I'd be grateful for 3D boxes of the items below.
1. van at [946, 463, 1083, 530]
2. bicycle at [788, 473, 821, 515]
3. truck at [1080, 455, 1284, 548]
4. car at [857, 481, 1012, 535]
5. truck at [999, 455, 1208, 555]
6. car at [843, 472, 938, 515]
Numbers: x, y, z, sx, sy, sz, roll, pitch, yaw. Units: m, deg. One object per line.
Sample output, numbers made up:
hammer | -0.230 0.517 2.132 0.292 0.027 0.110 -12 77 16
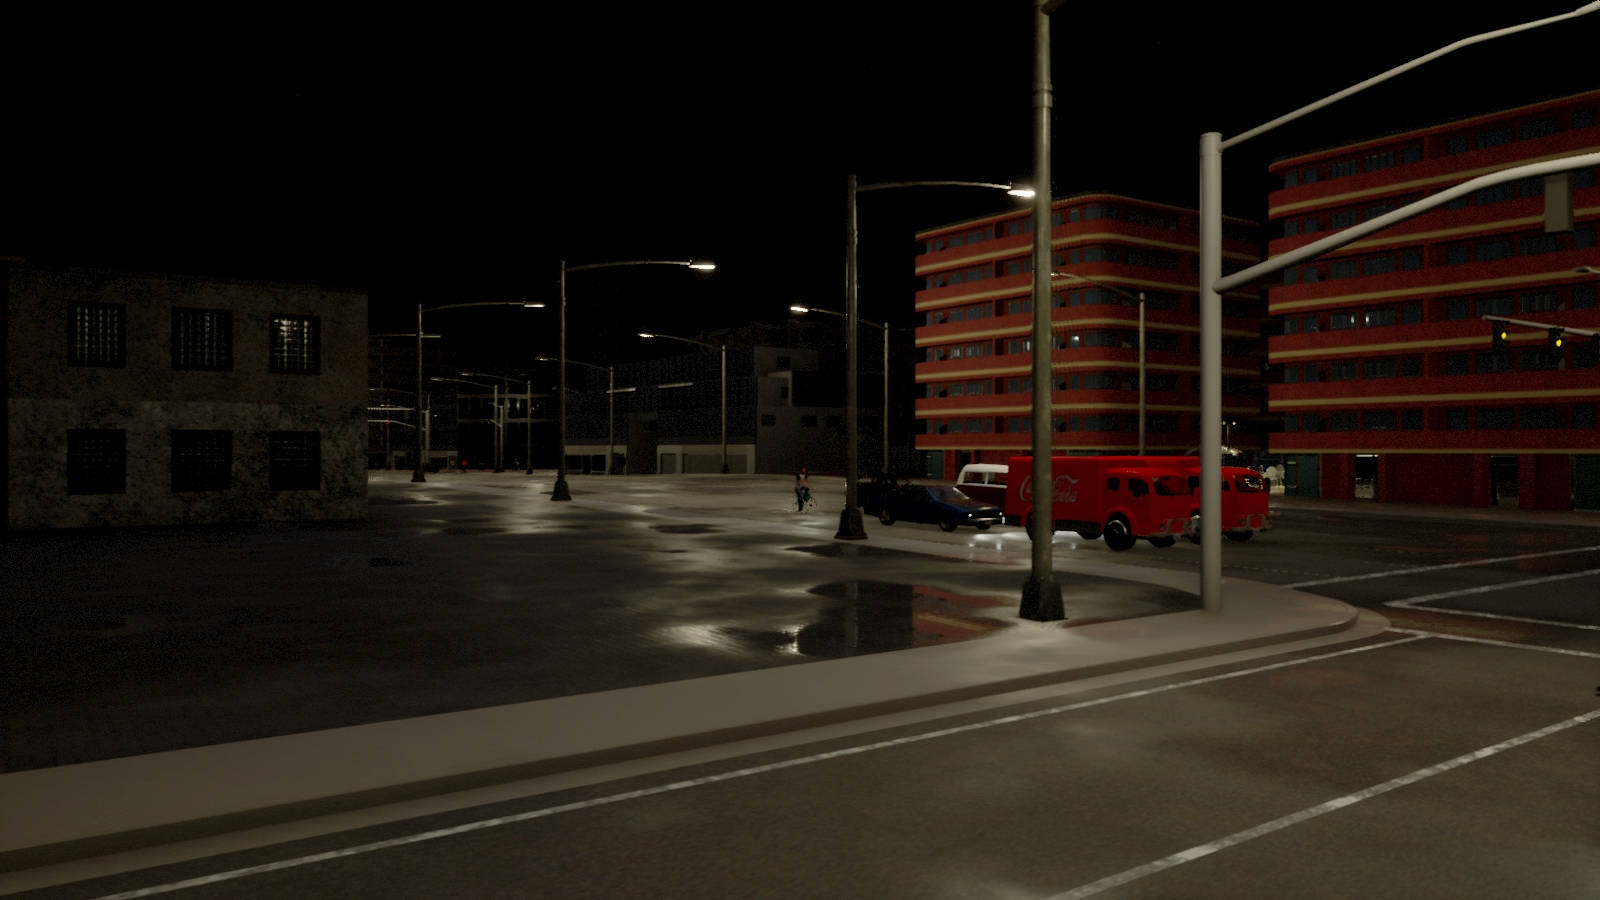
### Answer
van | 7.388 1.549 39.761 2.069 2.038 4.480 0 1 -35
bicycle | 0.158 1.679 43.959 0.373 1.521 1.643 0 1 -35
truck | 11.308 1.427 34.198 2.627 2.467 5.204 0 1 -35
car | 4.361 1.868 37.970 2.033 1.411 5.357 0 1 -36
truck | 8.421 1.430 32.193 2.627 2.467 5.204 0 1 -35
car | 3.535 1.689 45.241 1.845 1.501 3.633 0 1 -35
